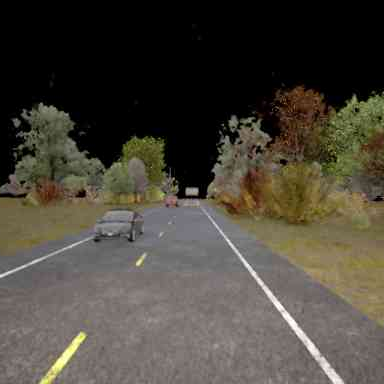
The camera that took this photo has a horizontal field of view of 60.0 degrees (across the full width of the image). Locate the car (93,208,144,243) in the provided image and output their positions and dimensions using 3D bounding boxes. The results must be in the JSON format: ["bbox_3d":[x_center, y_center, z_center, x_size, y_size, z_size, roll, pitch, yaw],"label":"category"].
[{"bbox_3d":[-3.599,1.633,16.996,1.837,1.490,4.892,0,0,0],"label":"car"}]

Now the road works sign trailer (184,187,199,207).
[{"bbox_3d":[0.009,0.960,60.200,2.380,3.560,2.880,0,-1,0],"label":"road works sign trailer"}]

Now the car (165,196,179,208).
[{"bbox_3d":[-3.530,1.711,59.357,2.150,2.045,5.566,0,-1,1],"label":"car"}]
